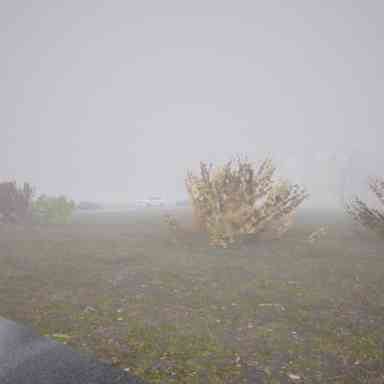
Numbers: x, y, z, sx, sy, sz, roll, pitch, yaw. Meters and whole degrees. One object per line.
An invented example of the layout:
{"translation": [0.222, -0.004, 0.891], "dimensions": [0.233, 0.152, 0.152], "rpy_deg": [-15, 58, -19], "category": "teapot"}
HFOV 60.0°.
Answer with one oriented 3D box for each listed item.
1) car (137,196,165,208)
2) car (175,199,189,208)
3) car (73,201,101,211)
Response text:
{"translation": [-7.095, 1.743, 58.085], "dimensions": [2.150, 2.045, 5.566], "rpy_deg": [-1, 0, 36], "category": "car"}
{"translation": [-0.977, 2.010, 60.423], "dimensions": [1.882, 1.535, 5.008], "rpy_deg": [-1, -1, 36], "category": "car"}
{"translation": [-15.374, 1.925, 46.609], "dimensions": [2.033, 1.411, 5.357], "rpy_deg": [-1, -1, 36], "category": "car"}
